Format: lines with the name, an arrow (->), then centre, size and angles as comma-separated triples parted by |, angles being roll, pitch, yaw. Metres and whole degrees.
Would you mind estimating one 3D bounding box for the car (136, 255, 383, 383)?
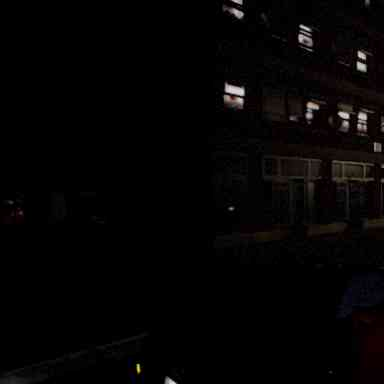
car -> 1.455, 1.561, 4.102 | 4.181, 1.385, 1.994 | 0, 0, -35
